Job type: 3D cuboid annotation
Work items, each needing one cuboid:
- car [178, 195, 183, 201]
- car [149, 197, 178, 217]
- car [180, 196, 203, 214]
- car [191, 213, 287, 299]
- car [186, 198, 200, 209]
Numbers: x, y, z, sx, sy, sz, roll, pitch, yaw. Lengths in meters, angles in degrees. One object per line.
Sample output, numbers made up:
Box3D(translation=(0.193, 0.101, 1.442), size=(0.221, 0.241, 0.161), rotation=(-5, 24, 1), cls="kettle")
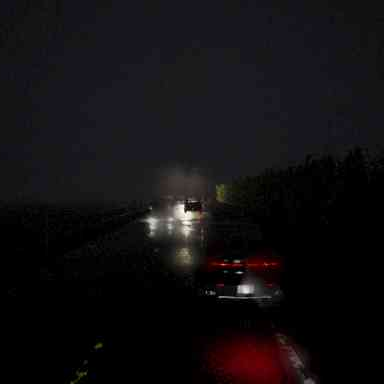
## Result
Box3D(translation=(-2.661, 1.570, 83.416), size=(2.033, 1.411, 5.357), rotation=(0, 0, 0), cls="car")
Box3D(translation=(-2.718, 1.349, 30.665), size=(2.097, 1.767, 4.553), rotation=(0, 0, 0), cls="car")
Box3D(translation=(0.112, 1.488, 35.580), size=(2.128, 1.511, 4.902), rotation=(0, 0, 0), cls="car")
Box3D(translation=(0.972, 1.504, 8.411), size=(1.837, 1.490, 4.892), rotation=(0, 0, 0), cls="car")
Box3D(translation=(0.121, 1.522, 45.754), size=(1.812, 1.442, 4.674), rotation=(0, 0, 0), cls="car")
